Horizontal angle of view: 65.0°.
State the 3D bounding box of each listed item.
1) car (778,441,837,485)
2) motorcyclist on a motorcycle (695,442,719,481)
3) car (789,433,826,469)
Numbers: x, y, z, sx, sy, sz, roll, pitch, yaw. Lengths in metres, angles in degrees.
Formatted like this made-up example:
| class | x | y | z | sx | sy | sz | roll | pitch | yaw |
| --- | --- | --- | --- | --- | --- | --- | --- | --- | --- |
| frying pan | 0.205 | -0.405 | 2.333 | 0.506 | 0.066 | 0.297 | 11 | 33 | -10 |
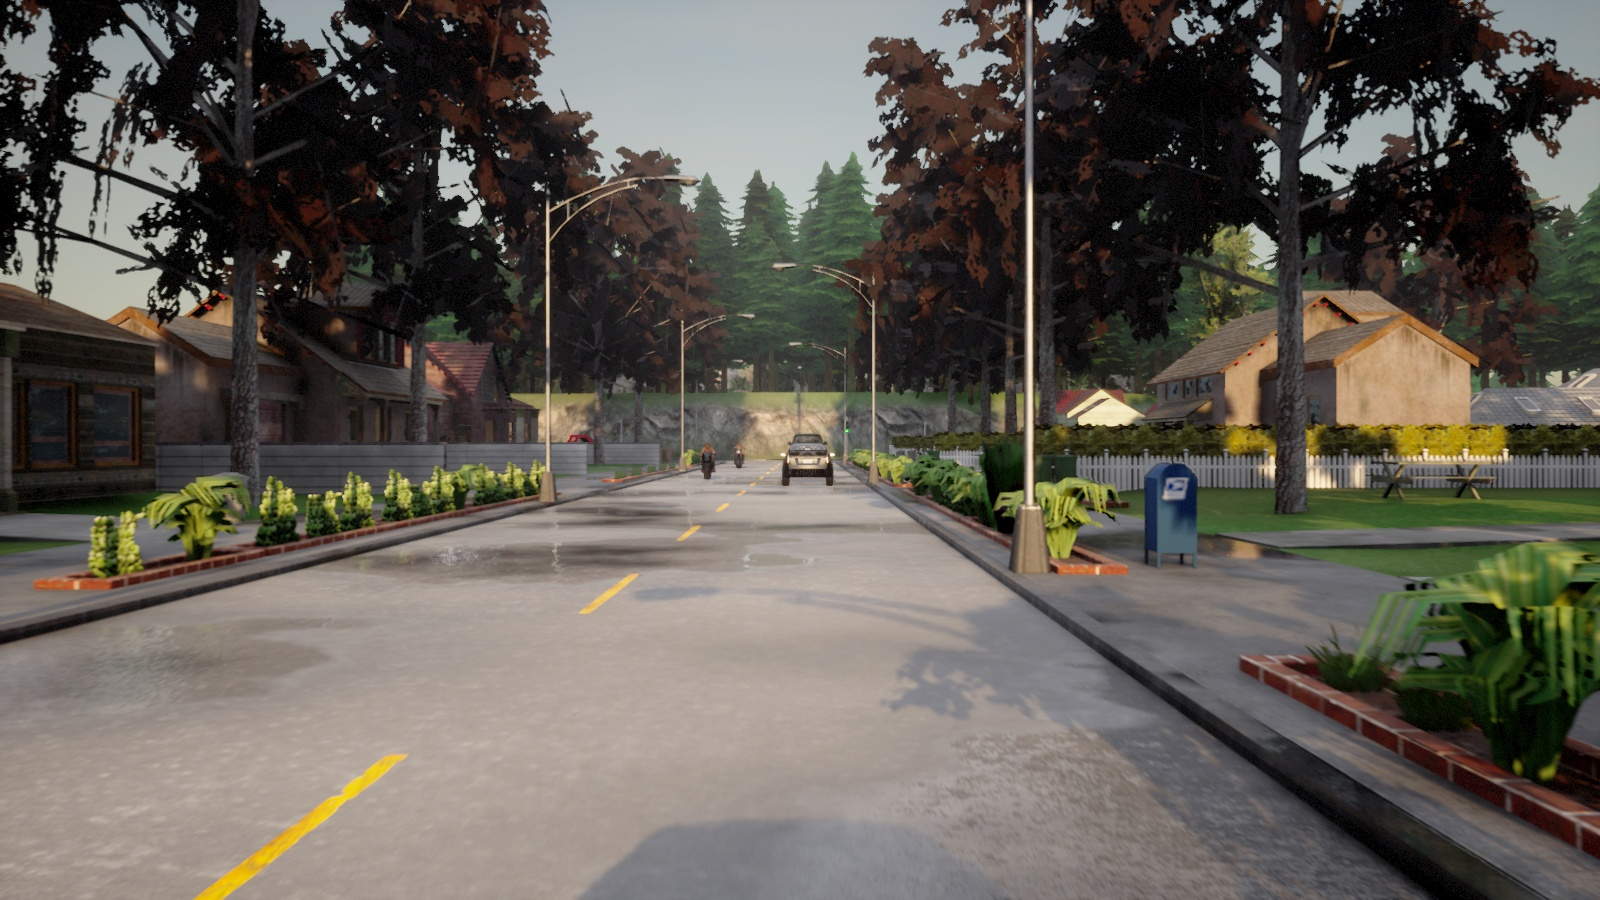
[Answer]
| class | x | y | z | sx | sy | sz | roll | pitch | yaw |
| --- | --- | --- | --- | --- | --- | --- | --- | --- | --- |
| car | 0.277 | 0.438 | 45.389 | 2.007 | 1.525 | 4.514 | 0 | 0 | 0 |
| motorcyclist on a motorcycle | -3.698 | 0.443 | 50.145 | 0.797 | 1.523 | 2.044 | 0 | 0 | 0 |
| car | 0.448 | 0.042 | 75.168 | 2.150 | 2.045 | 5.566 | 0 | 0 | 0 |
